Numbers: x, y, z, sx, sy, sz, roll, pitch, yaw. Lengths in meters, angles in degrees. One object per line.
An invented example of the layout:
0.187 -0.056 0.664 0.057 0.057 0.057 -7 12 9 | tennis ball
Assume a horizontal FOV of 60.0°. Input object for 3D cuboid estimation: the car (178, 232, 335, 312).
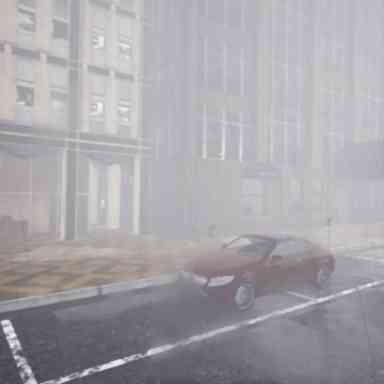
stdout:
1.671 1.623 7.742 4.206 1.307 1.802 1 1 -36 | car
